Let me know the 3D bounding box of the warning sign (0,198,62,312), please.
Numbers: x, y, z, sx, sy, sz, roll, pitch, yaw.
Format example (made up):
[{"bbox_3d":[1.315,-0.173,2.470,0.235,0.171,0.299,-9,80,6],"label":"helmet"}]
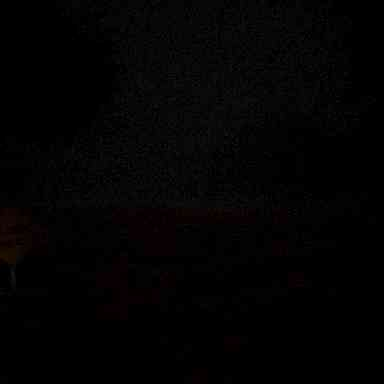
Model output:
[{"bbox_3d":[-3.432,1.091,6.325,1.060,1.860,1.300,-3,1,35],"label":"warning sign"}]
